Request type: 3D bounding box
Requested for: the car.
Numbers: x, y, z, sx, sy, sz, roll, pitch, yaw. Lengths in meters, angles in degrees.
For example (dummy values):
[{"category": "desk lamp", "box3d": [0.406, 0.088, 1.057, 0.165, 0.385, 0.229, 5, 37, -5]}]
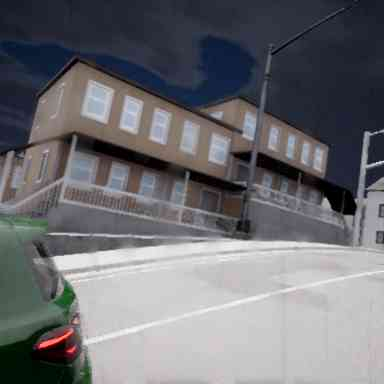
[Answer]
[{"category": "car", "box3d": [-3.352, 1.212, 1.578, 5.566, 2.045, 2.150, 0, 0, -35]}]
